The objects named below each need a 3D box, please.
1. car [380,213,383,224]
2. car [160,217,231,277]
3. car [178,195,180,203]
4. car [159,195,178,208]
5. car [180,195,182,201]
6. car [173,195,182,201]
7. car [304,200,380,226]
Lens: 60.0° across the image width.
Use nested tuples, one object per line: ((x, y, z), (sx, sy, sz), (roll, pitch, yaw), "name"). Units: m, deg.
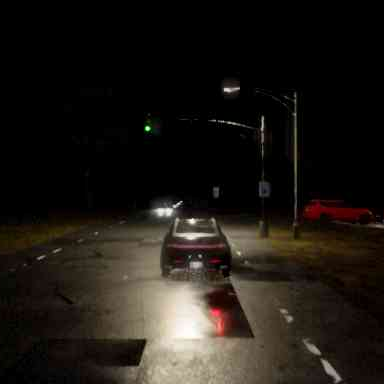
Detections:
((19.233, 2.282, 31.046), (5.008, 1.535, 1.882), (2, -1, 0), "car")
((0.098, 1.527, 10.394), (2.128, 1.511, 4.902), (0, 0, 0), "car")
((-3.560, 1.538, 57.252), (1.994, 1.385, 4.181), (0, 0, 0), "car")
((-3.575, 1.474, 47.421), (2.128, 1.511, 4.902), (0, 0, 0), "car")
((-3.507, 1.535, 67.246), (1.994, 1.385, 4.181), (0, 0, 0), "car")
((-3.507, 1.414, 80.996), (1.837, 1.490, 4.892), (0, 0, 0), "car")
((12.514, 1.745, 28.466), (5.566, 2.045, 2.150), (2, -2, -2), "car")
